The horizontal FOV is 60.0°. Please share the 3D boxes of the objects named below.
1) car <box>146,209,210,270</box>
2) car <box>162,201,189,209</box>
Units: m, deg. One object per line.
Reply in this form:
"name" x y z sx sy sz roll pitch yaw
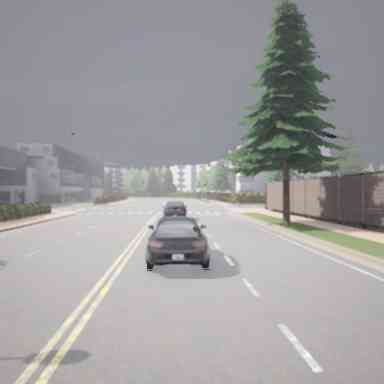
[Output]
"car" -0.474 1.525 10.939 1.812 1.442 4.674 0 0 -3
"car" -1.360 1.503 27.033 1.837 1.490 4.892 0 0 -3
